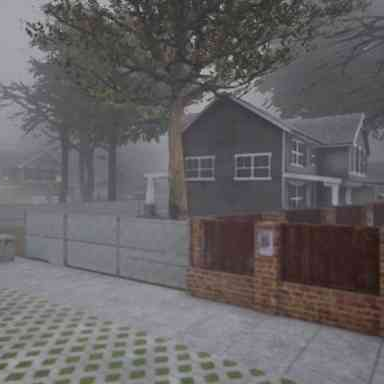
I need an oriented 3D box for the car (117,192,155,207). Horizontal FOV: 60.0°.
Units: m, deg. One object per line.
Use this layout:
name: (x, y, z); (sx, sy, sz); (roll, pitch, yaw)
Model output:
car: (-7.241, 1.001, 43.476); (2.150, 2.045, 5.566); (1, 1, 35)
